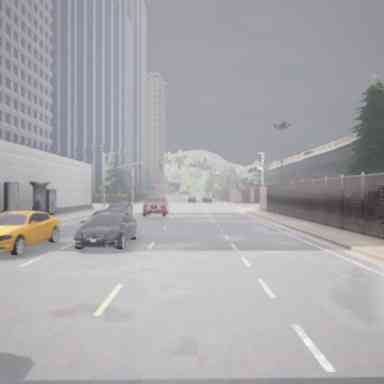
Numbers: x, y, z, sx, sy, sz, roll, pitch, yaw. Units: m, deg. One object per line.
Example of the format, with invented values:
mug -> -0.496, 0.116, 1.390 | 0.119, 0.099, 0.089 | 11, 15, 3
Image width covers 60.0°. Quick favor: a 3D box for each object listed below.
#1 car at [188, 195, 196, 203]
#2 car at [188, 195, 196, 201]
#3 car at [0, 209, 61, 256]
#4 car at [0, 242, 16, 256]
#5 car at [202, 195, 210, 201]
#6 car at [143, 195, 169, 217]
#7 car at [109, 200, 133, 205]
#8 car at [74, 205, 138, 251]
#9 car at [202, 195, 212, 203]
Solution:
car -> 0.025, 1.677, 75.261 | 1.882, 1.535, 5.008 | 0, 0, 0
car -> 0.028, 1.632, 85.685 | 1.837, 1.490, 4.892 | 0, 0, 0
car -> -7.070, 1.514, 13.549 | 1.882, 1.535, 5.008 | 0, 0, 0
car -> -3.595, 1.498, 2.250 | 2.128, 1.511, 4.902 | 0, 0, 0
car -> 3.528, 1.632, 85.684 | 1.837, 1.490, 4.892 | 0, 0, 0
car -> -3.489, 1.349, 32.951 | 2.150, 2.045, 5.566 | 0, 0, 0
car -> -6.989, 1.589, 32.959 | 2.128, 1.511, 4.902 | 0, 0, 0
car -> -3.568, 1.545, 14.496 | 1.837, 1.490, 4.892 | 0, 0, 0
car -> 3.525, 1.677, 75.260 | 1.882, 1.535, 5.008 | 0, 0, 0
